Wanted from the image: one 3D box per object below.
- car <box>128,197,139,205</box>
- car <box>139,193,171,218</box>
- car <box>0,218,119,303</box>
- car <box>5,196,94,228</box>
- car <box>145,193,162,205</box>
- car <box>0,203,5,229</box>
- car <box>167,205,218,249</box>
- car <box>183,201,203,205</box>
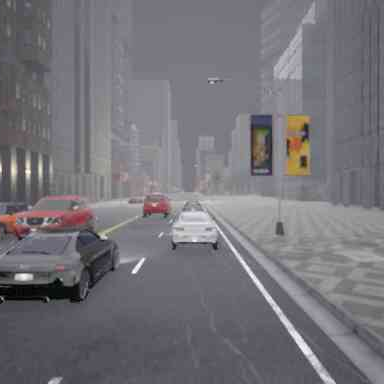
[{"bbox_3d":[-9.799,1.492,57.837,2.033,1.411,5.357,0,0,1],"label":"car"},{"bbox_3d":[-3.153,1.214,30.559,2.150,2.045,5.566,0,0,0],"label":"car"},{"bbox_3d":[-3.151,1.566,8.247,1.994,1.385,4.181,0,0,0],"label":"car"},{"bbox_3d":[-6.599,1.221,16.636,2.150,2.045,5.566,0,0,0],"label":"car"},{"bbox_3d":[-6.554,1.164,57.361,2.150,2.045,5.566,0,0,1],"label":"car"},{"bbox_3d":[-9.850,1.351,16.843,2.097,1.767,4.553,0,0,0],"label":"car"},{"bbox_3d":[0.099,1.526,14.527,1.812,1.442,4.674,0,0,0],"label":"car"},{"bbox_3d":[0.096,1.556,31.932,1.994,1.385,4.181,0,0,0],"label":"car"}]
